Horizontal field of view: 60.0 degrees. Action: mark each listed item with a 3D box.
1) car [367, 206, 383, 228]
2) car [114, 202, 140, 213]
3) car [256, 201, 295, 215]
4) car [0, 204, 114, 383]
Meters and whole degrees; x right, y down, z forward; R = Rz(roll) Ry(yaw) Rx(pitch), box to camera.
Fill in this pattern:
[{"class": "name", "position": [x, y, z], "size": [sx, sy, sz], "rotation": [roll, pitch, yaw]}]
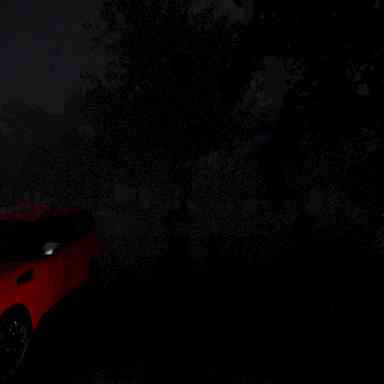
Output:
[{"class": "car", "position": [13.597, 1.714, 23.471], "size": [2.128, 1.511, 4.902], "rotation": [0, -1, 22]}, {"class": "car", "position": [-8.883, 1.977, 43.162], "size": [4.181, 1.385, 1.994], "rotation": [0, -1, -24]}, {"class": "car", "position": [9.942, 1.859, 40.093], "size": [1.882, 1.535, 5.008], "rotation": [1, -1, -40]}, {"class": "car", "position": [-3.141, 1.276, 5.632], "size": [2.150, 2.045, 5.566], "rotation": [1, 0, 0]}]
